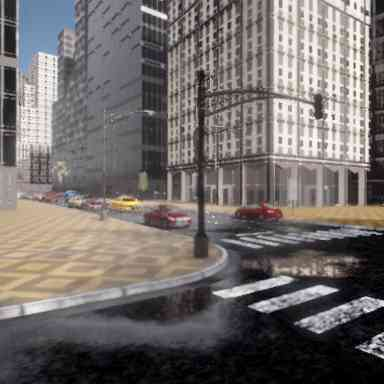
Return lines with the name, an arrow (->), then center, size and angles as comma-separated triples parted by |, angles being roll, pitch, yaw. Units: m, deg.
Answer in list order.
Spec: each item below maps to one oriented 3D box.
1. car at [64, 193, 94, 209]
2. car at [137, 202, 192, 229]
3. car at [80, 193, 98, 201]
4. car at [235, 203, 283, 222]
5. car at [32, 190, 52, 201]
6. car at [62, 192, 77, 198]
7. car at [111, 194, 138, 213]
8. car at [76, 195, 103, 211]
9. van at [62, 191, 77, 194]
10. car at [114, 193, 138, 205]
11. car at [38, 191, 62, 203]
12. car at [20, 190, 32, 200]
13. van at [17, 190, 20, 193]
car -> -13.308, 1.164, 39.222 | 1.752, 1.417, 4.829 | 1, 0, -33
car -> -1.601, 1.459, 20.682 | 1.802, 1.307, 4.206 | 1, 0, -32
car -> -19.215, 0.983, 62.054 | 1.947, 1.339, 4.313 | 1, 0, -36
car -> 5.052, 1.480, 25.325 | 1.802, 1.307, 4.206 | 1, 0, -32
car -> -25.872, 0.915, 57.566 | 1.752, 1.417, 4.829 | 1, 0, -36
car -> -18.021, 1.077, 51.095 | 1.994, 1.385, 4.181 | 0, 0, -34
car -> -6.651, 1.215, 33.609 | 1.882, 1.535, 5.008 | 0, 1, -32
car -> -10.393, 1.280, 34.703 | 1.802, 1.307, 4.206 | 1, 0, -32
van -> -25.743, 0.634, 70.947 | 1.690, 1.788, 3.998 | 1, 0, -37
car -> -9.670, 1.042, 48.535 | 1.967, 1.590, 4.097 | 1, 0, -34
car -> -22.751, 0.995, 53.173 | 1.887, 1.381, 4.507 | 1, 0, -35
car -> -32.564, 0.701, 66.659 | 1.967, 1.590, 4.097 | 1, 0, -37
van -> -39.310, 0.474, 75.443 | 1.690, 1.788, 3.998 | 1, 0, -38
